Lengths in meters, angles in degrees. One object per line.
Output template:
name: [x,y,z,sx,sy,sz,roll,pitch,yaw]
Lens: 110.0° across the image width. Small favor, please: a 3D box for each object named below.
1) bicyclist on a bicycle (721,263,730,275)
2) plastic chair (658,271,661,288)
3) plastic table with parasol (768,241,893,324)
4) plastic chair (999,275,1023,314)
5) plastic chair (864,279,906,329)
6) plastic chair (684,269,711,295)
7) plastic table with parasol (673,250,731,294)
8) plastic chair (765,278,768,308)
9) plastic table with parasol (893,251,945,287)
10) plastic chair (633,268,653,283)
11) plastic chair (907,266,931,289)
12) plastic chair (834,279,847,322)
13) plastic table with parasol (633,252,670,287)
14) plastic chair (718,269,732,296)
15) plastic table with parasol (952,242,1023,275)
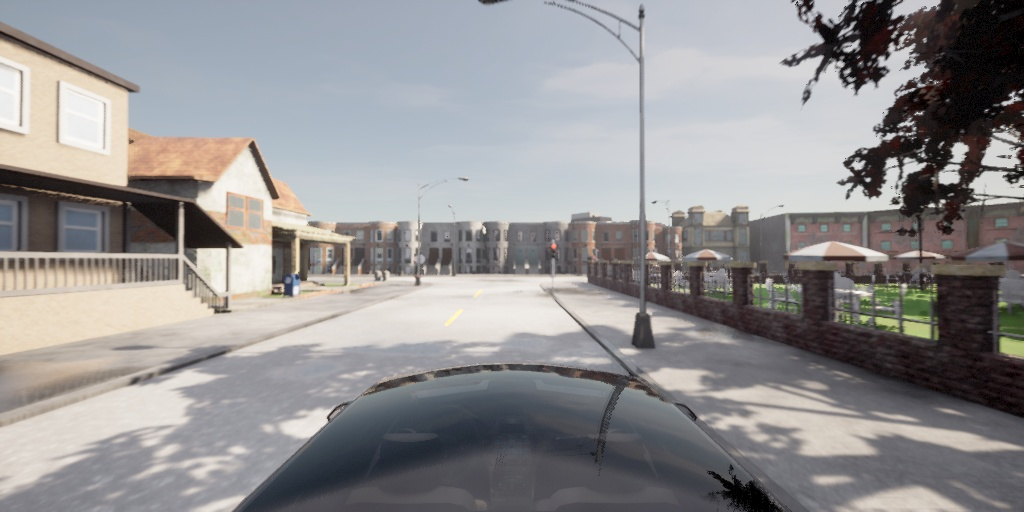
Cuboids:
bicyclist on a bicycle: [18.207,1.390,30.710,0.582,1.620,1.656,0,-1,0]
plastic chair: [10.418,1.569,23.916,0.750,1.272,0.730,0,0,-40]
plastic table with parasol: [9.973,0.783,11.244,2.482,2.480,2.482,0,0,-40]
plastic chair: [16.946,1.395,12.080,0.730,1.272,0.750,0,0,-34]
plastic chair: [10.705,1.398,10.247,0.750,1.272,0.730,0,0,-40]
plastic chair: [9.711,1.486,18.783,0.730,1.272,0.750,0,0,-35]
plastic table with parasol: [10.684,0.891,19.684,2.482,2.480,2.482,0,0,-40]
plastic chair: [9.218,1.398,12.269,0.750,1.272,0.730,0,0,-39]
plastic table with parasol: [28.265,0.871,24.956,2.482,2.480,2.482,0,0,-38]
plastic chair: [8.712,1.571,24.013,0.730,1.272,0.750,0,0,-35]
plastic chair: [27.252,1.498,24.010,0.730,1.272,0.750,0,0,-32]
plastic chair: [8.999,1.405,10.344,0.730,1.272,0.750,0,0,-35]
plastic table with parasol: [9.686,0.976,24.914,2.482,2.480,2.482,0,0,-40]
plastic chair: [11.417,1.478,18.686,0.750,1.272,0.730,0,0,-40]
plastic table with parasol: [17.938,0.736,12.924,2.482,2.480,2.482,0,0,-39]
